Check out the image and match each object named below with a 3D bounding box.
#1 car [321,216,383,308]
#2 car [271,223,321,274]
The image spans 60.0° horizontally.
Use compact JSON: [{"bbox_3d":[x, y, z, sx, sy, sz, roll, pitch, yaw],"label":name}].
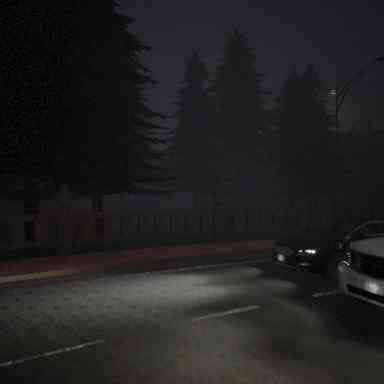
[{"bbox_3d":[5.540,1.221,6.471,5.566,2.045,2.150,0,0,-22],"label":"car"},{"bbox_3d":[4.657,1.491,9.733,4.902,1.511,2.128,0,0,-21],"label":"car"}]
